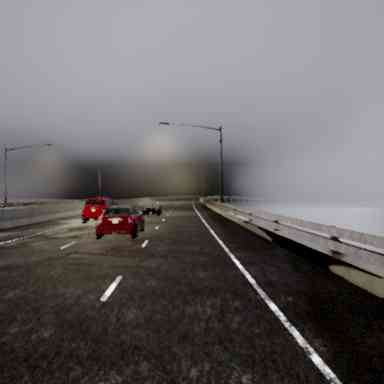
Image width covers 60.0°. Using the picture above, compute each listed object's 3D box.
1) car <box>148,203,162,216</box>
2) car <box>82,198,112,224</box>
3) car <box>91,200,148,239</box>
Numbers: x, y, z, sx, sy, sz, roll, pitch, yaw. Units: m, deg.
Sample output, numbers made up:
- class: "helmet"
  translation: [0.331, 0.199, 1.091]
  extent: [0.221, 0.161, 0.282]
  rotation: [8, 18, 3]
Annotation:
- class: "car"
  translation: [-4.395, 1.916, 37.184]
  extent: [1.895, 1.301, 4.718]
  rotation: [-1, 0, -1]
- class: "car"
  translation: [-7.696, 1.529, 28.453]
  extent: [2.150, 2.045, 5.566]
  rotation: [-1, 0, -1]
- class: "car"
  translation: [-3.935, 1.540, 18.903]
  extent: [2.097, 1.767, 4.553]
  rotation: [-1, 0, -2]
